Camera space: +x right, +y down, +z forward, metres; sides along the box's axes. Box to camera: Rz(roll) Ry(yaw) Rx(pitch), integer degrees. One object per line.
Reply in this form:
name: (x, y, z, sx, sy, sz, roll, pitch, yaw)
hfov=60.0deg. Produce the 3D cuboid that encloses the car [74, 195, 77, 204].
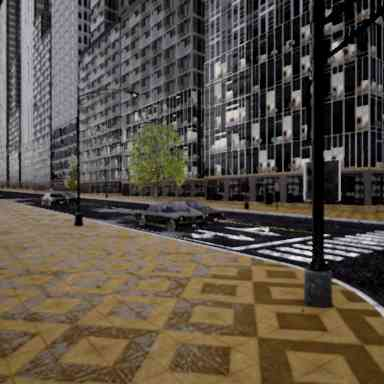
car: (-16.155, 0.754, 42.652, 2.033, 1.411, 5.357, 0, 1, -37)

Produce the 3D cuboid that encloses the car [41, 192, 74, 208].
car: (-14.508, 0.842, 35.210, 1.837, 1.490, 4.892, 0, 1, -38)

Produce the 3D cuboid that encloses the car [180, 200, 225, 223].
car: (-0.187, 1.229, 22.196, 2.033, 1.411, 5.357, 0, 1, -38)

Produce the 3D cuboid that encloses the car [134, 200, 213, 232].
car: (-1.268, 1.331, 18.312, 1.895, 1.301, 4.718, 0, 1, -38)
